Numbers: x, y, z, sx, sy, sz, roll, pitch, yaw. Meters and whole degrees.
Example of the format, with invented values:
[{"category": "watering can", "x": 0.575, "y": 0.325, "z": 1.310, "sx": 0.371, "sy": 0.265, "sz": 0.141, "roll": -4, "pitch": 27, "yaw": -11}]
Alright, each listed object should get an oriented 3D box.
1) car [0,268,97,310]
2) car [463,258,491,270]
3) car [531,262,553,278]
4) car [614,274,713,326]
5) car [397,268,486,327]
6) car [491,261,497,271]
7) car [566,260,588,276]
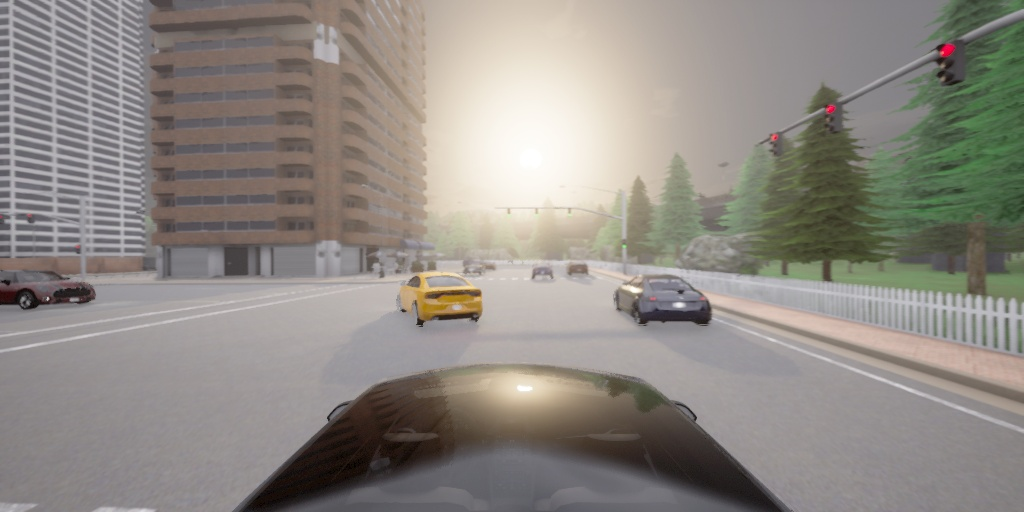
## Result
[{"category": "car", "x": -21.888, "y": 1.406, "z": 16.296, "sx": 4.553, "sy": 1.767, "sz": 2.097, "roll": -1, "pitch": 0, "yaw": 5}, {"category": "car", "x": -3.956, "y": 1.293, "z": 38.780, "sx": 2.128, "sy": 1.511, "sz": 4.902, "roll": -1, "pitch": 0, "yaw": 3}, {"category": "car", "x": 2.808, "y": 1.250, "z": 32.963, "sx": 1.812, "sy": 1.442, "sz": 4.674, "roll": -1, "pitch": 0, "yaw": 5}, {"category": "car", "x": 4.589, "y": 1.269, "z": 11.492, "sx": 1.994, "sy": 1.385, "sz": 4.181, "roll": -1, "pitch": 0, "yaw": 5}, {"category": "car", "x": -2.588, "y": 1.283, "z": 12.085, "sx": 1.882, "sy": 1.535, "sz": 5.008, "roll": 0, "pitch": -1, "yaw": -26}, {"category": "car", "x": -3.189, "y": 1.396, "z": 50.401, "sx": 1.895, "sy": 1.301, "sz": 4.718, "roll": -1, "pitch": 0, "yaw": 2}, {"category": "car", "x": 6.610, "y": 1.160, "z": 36.586, "sx": 1.882, "sy": 1.535, "sz": 5.008, "roll": -1, "pitch": 0, "yaw": 5}]
